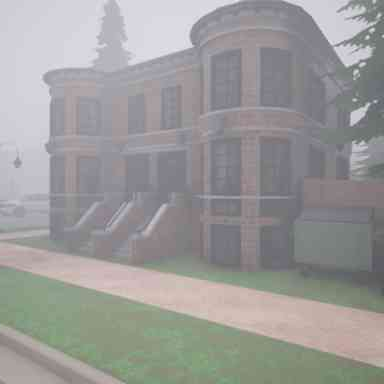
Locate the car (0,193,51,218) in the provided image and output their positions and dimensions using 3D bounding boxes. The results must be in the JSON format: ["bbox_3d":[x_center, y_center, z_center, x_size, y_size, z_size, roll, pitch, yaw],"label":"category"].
[{"bbox_3d":[-14.340,1.122,29.939,2.150,2.045,5.566,0,0,34],"label":"car"}]
